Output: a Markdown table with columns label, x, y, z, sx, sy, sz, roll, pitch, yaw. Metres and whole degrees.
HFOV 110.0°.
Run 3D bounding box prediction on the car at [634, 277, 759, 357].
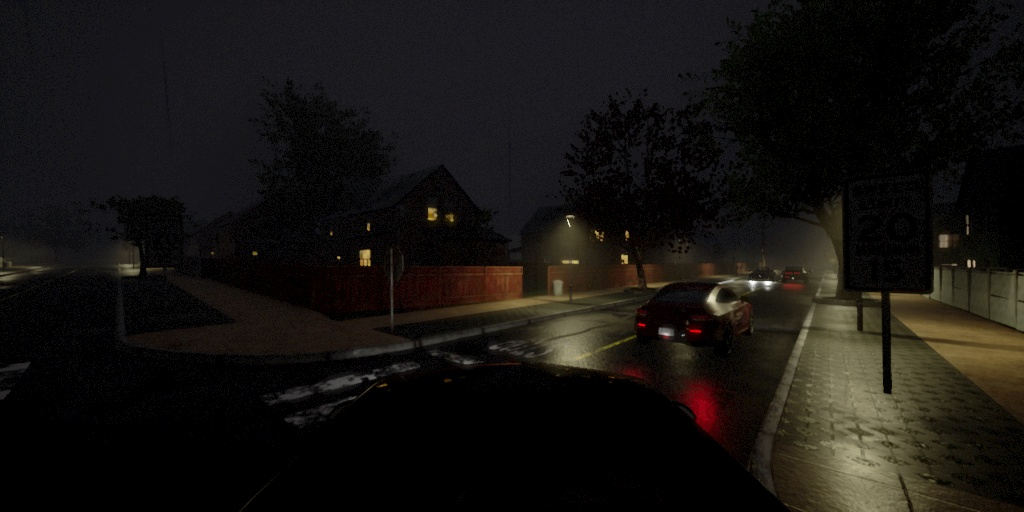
| label | x | y | z | sx | sy | sz | roll | pitch | yaw |
| --- | --- | --- | --- | --- | --- | --- | --- | --- | --- |
| car | 4.588 | 1.364 | 8.837 | 1.812 | 1.442 | 4.674 | -1 | -1 | 42 |

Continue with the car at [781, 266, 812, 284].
| label | x | y | z | sx | sy | sz | roll | pitch | yaw |
| --- | --- | --- | --- | --- | --- | --- | --- | --- | --- |
| car | 26.165 | 1.718 | 33.093 | 1.837 | 1.490 | 4.892 | -1 | -1 | 42 |

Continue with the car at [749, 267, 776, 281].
| label | x | y | z | sx | sy | sz | roll | pitch | yaw |
| --- | --- | --- | --- | --- | --- | --- | --- | --- | --- |
| car | 25.877 | 1.841 | 37.007 | 1.994 | 1.385 | 4.181 | -1 | -1 | 42 |
